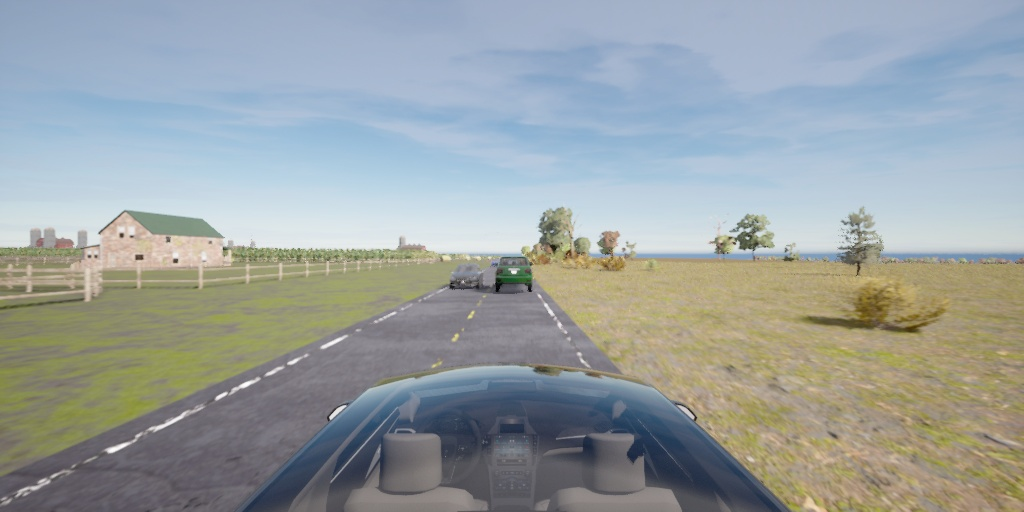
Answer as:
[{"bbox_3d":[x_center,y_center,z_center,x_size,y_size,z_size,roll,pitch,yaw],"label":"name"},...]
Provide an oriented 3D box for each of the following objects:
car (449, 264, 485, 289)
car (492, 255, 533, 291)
[{"bbox_3d":[-2.844,1.269,23.245,1.837,1.490,4.892,0,0,0],"label":"car"},{"bbox_3d":[0.103,0.984,22.147,2.150,2.045,5.566,0,0,0],"label":"car"}]
